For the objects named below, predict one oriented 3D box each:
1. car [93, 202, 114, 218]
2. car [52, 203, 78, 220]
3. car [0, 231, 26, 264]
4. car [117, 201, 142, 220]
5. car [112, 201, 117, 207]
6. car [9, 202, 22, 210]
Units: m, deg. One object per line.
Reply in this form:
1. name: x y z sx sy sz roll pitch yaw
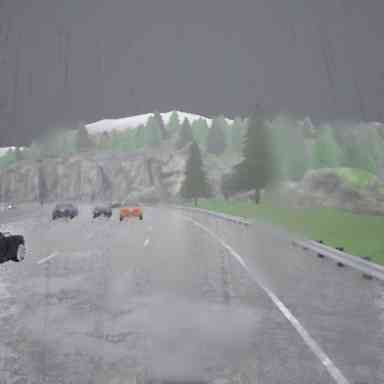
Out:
1. car: -10.006 2.148 37.414 1.895 1.301 4.718 -2 0 -13
2. car: -13.720 2.010 36.171 2.097 1.767 4.553 -2 0 -13
3. car: -7.005 1.765 10.320 1.882 1.535 5.008 -1 0 -3
4. car: -6.051 1.747 33.061 2.097 1.767 4.553 -2 0 -10
5. car: -14.329 2.363 62.427 1.812 1.442 4.674 -1 0 -21
6. car: -35.685 2.904 67.289 2.097 1.767 4.553 -2 0 -25
